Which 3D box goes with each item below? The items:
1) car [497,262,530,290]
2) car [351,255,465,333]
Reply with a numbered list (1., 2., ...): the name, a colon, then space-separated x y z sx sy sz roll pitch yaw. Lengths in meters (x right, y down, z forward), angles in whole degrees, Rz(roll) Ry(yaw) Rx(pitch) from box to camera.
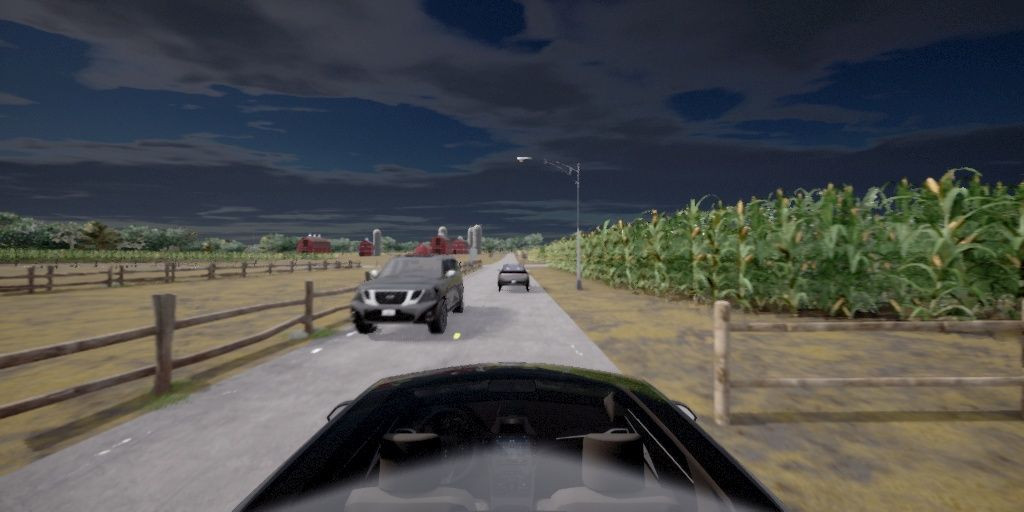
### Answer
1. car: 0.099 1.233 22.147 2.128 1.511 4.902 0 0 0
2. car: -2.811 0.971 11.039 2.150 2.045 5.566 0 0 1
